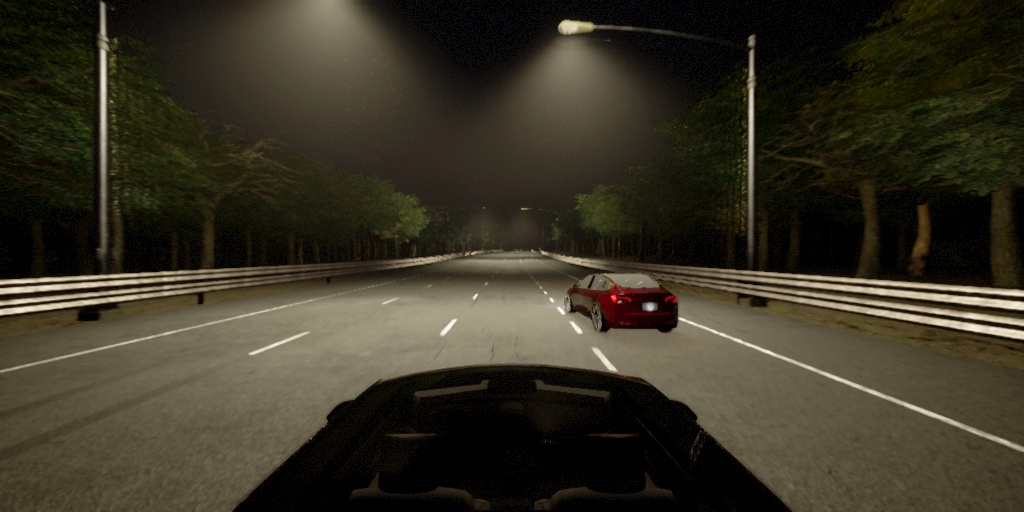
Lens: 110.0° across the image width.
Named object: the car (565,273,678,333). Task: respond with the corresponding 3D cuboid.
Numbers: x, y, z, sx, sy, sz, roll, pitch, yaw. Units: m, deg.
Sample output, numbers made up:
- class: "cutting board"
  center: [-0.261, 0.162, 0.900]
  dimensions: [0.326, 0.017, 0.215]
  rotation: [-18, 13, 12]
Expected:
- class: "car"
  center: [3.001, 1.219, 10.691]
  dimensions: [2.163, 1.488, 4.792]
  rotation: [0, 0, -5]
